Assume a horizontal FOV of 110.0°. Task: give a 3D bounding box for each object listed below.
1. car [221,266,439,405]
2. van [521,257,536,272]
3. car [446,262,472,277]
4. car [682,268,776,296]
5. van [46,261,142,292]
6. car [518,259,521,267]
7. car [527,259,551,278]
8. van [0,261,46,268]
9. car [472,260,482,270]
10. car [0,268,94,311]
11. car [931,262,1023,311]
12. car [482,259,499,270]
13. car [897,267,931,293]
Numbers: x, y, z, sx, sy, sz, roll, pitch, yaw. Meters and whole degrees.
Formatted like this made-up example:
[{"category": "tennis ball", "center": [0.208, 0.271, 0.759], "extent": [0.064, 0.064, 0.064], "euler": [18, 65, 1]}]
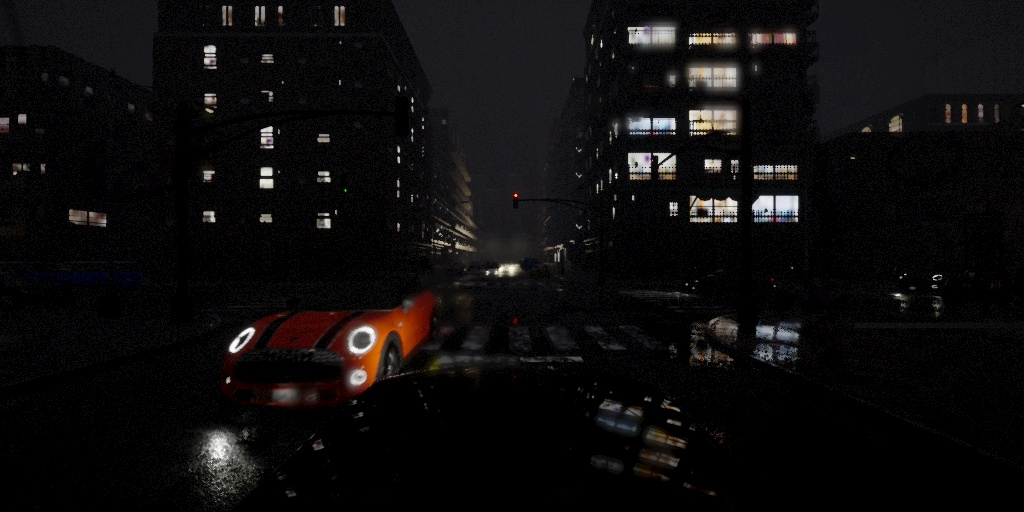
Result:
[{"category": "car", "center": [-2.761, 1.102, 6.588], "extent": [2.097, 1.767, 4.553], "euler": [0, 0, 0]}, {"category": "van", "center": [2.495, 1.119, 47.400], "extent": [1.690, 1.789, 3.998], "euler": [0, 0, 0]}, {"category": "car", "center": [-5.522, 1.317, 36.004], "extent": [2.007, 1.370, 4.403], "euler": [0, 0, 0]}, {"category": "car", "center": [11.255, 1.313, 18.825], "extent": [4.181, 1.385, 1.994], "euler": [0, -1, 4]}, {"category": "van", "center": [-24.853, 1.190, 21.599], "extent": [3.998, 1.789, 1.690], "euler": [0, 0, 1]}, {"category": "car", "center": [2.450, 1.100, 53.054], "extent": [2.192, 1.841, 5.009], "euler": [0, 0, 0]}, {"category": "car", "center": [2.624, 1.290, 33.567], "extent": [1.751, 1.417, 4.829], "euler": [0, 0, 0]}, {"category": "van", "center": [-30.447, 1.201, 21.674], "extent": [3.998, 1.789, 1.690], "euler": [0, 0, 1]}, {"category": "car", "center": [-5.431, 1.367, 52.977], "extent": [1.802, 1.307, 4.207], "euler": [0, 0, 0]}, {"category": "car", "center": [-19.364, 1.290, 13.646], "extent": [4.403, 1.370, 2.007], "euler": [0, 0, 1]}, {"category": "car", "center": [18.663, 1.103, 13.140], "extent": [4.097, 1.591, 1.967], "euler": [0, 0, 1]}, {"category": "car", "center": [-2.864, 1.334, 51.802], "extent": [1.994, 1.385, 4.181], "euler": [0, 0, 0]}, {"category": "car", "center": [22.937, 1.074, 18.509], "extent": [4.553, 1.767, 2.097], "euler": [0, -1, 1]}]
